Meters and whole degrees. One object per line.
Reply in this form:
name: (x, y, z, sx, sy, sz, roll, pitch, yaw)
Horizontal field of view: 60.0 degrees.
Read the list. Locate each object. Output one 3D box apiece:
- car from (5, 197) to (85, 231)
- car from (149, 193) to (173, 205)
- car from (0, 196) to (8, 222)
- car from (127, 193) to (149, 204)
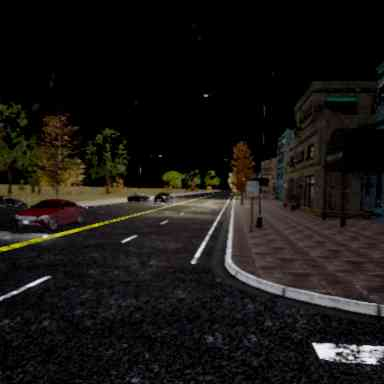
car: (-7.269, 1.096, 17.485, 1.812, 1.442, 4.674, 2, 1, 8)
car: (-3.782, 0.857, 43.905, 1.837, 1.490, 4.892, 2, 0, 8)
car: (-10.549, 0.964, 17.343, 1.837, 1.490, 4.892, 2, 1, 7)
car: (-7.056, 0.837, 43.959, 1.895, 1.301, 4.718, 2, 1, 8)
